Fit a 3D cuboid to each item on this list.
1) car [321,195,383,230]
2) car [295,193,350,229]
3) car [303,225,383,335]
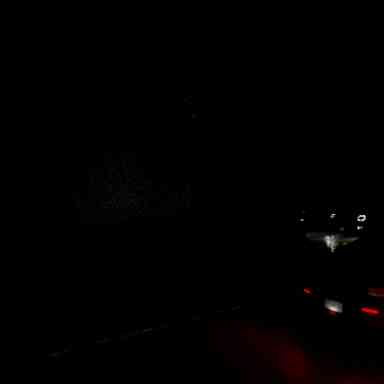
[{"bbox_3d":[9.391,1.249,17.624,4.553,1.767,2.097,0,0,-30],"label":"car"},{"bbox_3d":[7.877,1.105,20.792,5.566,2.045,2.150,0,0,-30],"label":"car"},{"bbox_3d":[4.037,1.489,6.091,4.674,1.442,1.812,0,0,-32],"label":"car"}]
